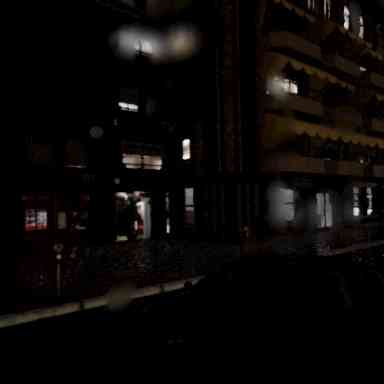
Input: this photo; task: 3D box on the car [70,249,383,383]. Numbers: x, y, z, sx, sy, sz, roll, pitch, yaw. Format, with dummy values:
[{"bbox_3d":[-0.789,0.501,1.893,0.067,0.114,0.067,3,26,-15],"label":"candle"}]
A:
[{"bbox_3d":[1.068,1.580,4.179,5.008,1.535,1.882,0,-2,-38],"label":"car"}]
